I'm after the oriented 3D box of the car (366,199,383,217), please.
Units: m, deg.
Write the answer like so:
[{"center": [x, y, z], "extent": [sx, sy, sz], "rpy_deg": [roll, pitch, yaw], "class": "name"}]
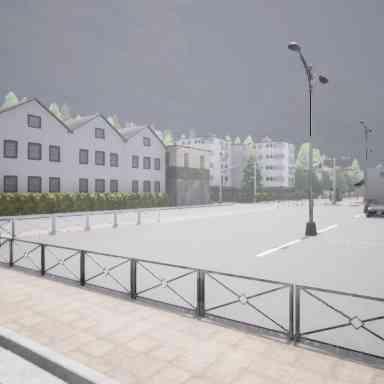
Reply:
[{"center": [15.355, 1.299, 26.854], "extent": [2.007, 1.523, 4.514], "rpy_deg": [0, 0, 35], "class": "car"}]
